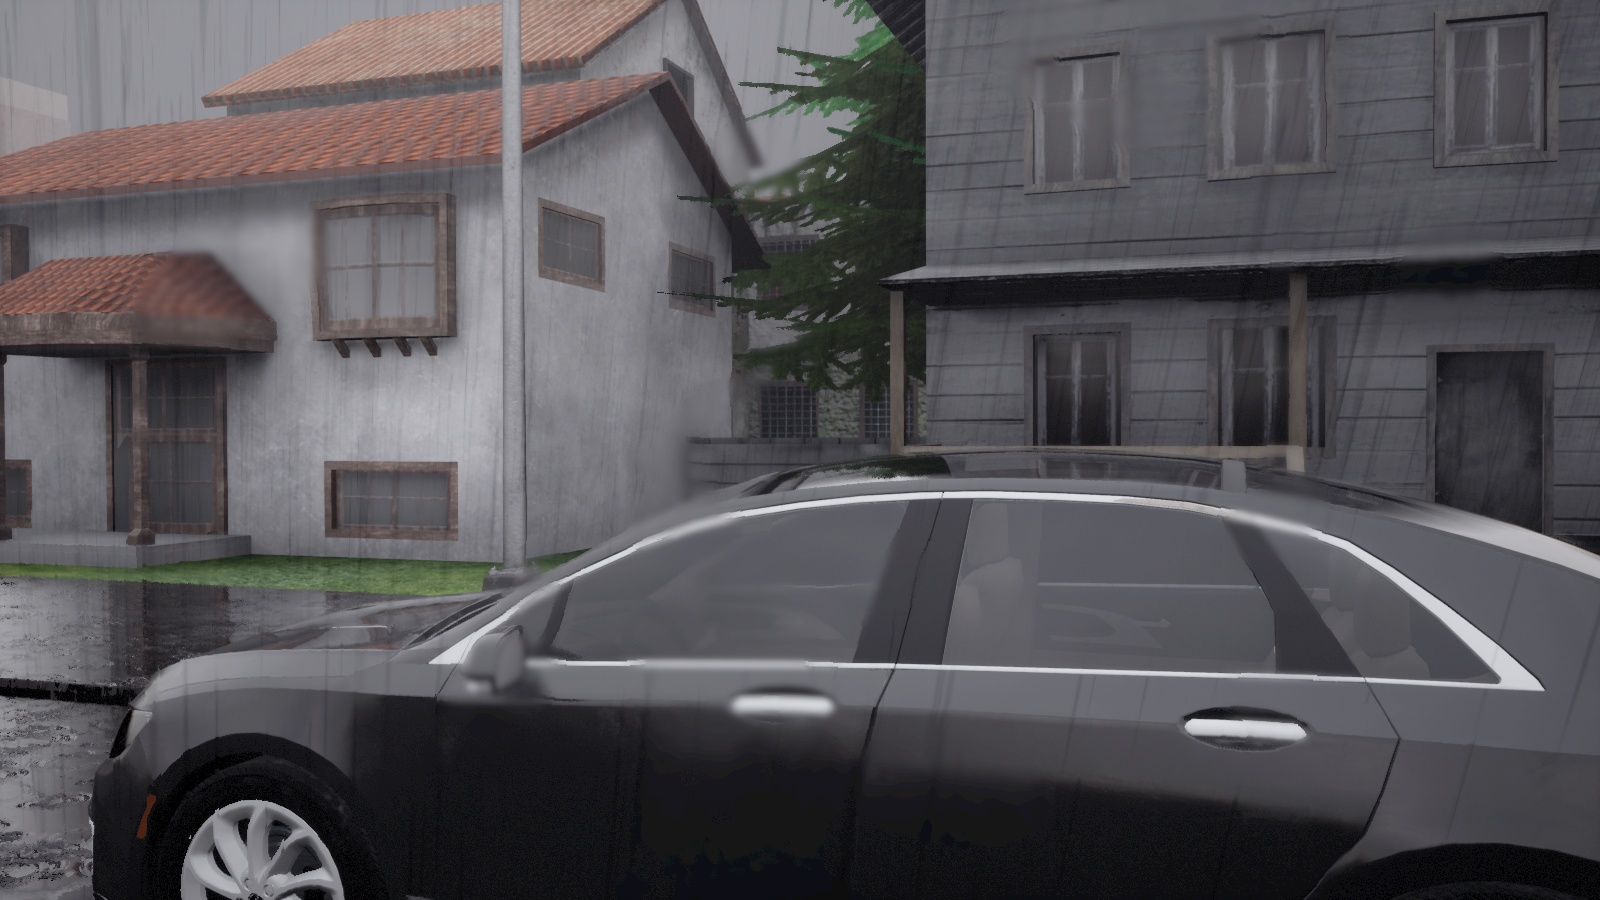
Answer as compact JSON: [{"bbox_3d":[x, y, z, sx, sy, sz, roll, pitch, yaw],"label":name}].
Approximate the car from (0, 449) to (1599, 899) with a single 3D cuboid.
[{"bbox_3d":[0.277,0.774,3.629,4.892,1.490,1.837,1,1,19],"label":"car"}]
